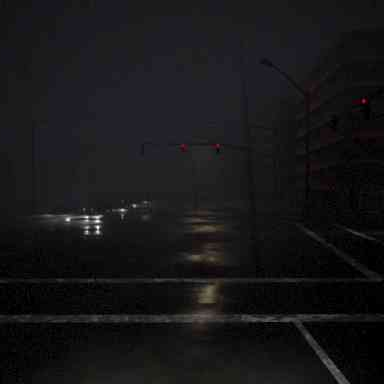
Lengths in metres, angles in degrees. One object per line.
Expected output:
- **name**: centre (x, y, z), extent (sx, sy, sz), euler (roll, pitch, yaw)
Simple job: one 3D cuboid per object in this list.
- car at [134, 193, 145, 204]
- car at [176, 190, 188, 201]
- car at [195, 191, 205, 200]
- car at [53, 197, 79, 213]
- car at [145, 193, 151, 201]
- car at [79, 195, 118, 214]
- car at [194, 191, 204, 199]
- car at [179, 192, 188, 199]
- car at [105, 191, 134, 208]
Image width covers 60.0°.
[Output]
- **car**: centre (-9.264, 1.130, 52.934), extent (2.033, 1.411, 5.357), euler (0, 1, 1)
- **car**: centre (-1.932, 0.612, 63.729), extent (2.150, 2.045, 5.566), euler (0, 1, 1)
- **car**: centre (1.594, 0.853, 65.392), extent (2.128, 1.511, 4.902), euler (0, 1, 1)
- **car**: centre (-12.997, 1.345, 35.315), extent (1.882, 1.535, 5.008), euler (0, 1, 1)
- **car**: centre (-9.074, 0.945, 63.469), extent (2.033, 1.411, 5.357), euler (0, 1, 1)
- **car**: centre (-9.509, 1.368, 34.248), extent (2.128, 1.511, 4.902), euler (0, 1, 1)
- **car**: centre (1.627, 0.553, 75.782), extent (2.097, 1.767, 4.553), euler (0, 1, 1)
- **car**: centre (-1.867, 0.718, 76.175), extent (1.812, 1.442, 4.674), euler (0, 1, 1)
- **car**: centre (-9.389, 1.104, 43.289), extent (2.097, 1.767, 4.553), euler (0, 1, 1)
